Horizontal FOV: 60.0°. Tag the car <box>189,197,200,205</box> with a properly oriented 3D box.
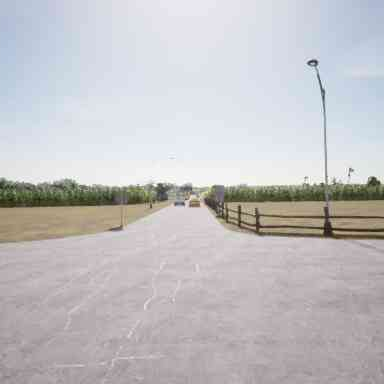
[{"bbox_3d":[0.544,1.836,67.550,2.128,1.511,4.902,0,-1,0],"label":"car"}]

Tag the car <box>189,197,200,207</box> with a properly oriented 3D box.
[{"bbox_3d":[0.460,1.733,57.128,1.882,1.535,5.008,0,0,0],"label":"car"}]

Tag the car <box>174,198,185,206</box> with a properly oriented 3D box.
[{"bbox_3d":[-2.253,1.817,61.738,1.812,1.442,4.674,0,0,0],"label":"car"}]
